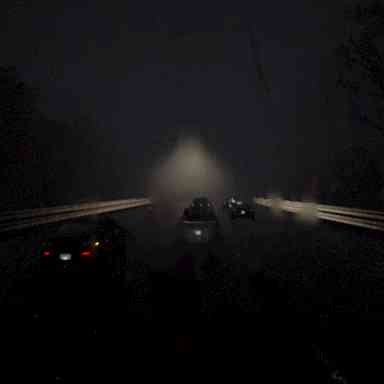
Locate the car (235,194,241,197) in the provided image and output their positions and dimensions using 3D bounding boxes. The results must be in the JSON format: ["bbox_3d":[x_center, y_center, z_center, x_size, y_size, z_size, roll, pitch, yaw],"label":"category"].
[{"bbox_3d":[12.432,1.431,91.378,1.837,1.490,4.892,0,0,9],"label":"car"}]

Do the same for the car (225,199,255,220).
[{"bbox_3d":[4.153,1.575,28.429,1.994,1.385,4.181,0,0,3],"label":"car"}]

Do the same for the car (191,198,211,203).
[{"bbox_3d":[0.996,1.366,35.460,2.097,1.767,4.553,0,0,3],"label":"car"}]

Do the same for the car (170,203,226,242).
[{"bbox_3d":[0.322,1.494,16.344,2.128,1.511,4.902,0,0,1],"label":"car"}]

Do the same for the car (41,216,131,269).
[{"bbox_3d":[-3.283,1.525,11.029,1.812,1.442,4.674,0,0,1],"label":"car"}]

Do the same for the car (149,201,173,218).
[{"bbox_3d":[-2.748,1.533,30.353,1.812,1.442,4.674,0,0,2],"label":"car"}]

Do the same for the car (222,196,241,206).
[{"bbox_3d":[4.894,1.574,43.964,2.033,1.411,5.357,0,0,4],"label":"car"}]
